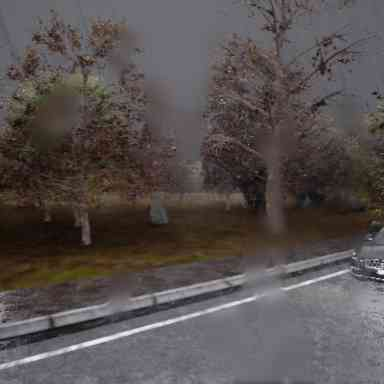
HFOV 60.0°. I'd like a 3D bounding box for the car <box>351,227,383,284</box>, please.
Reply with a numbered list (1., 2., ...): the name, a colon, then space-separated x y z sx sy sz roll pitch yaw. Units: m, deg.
1. car: 6.008 1.507 8.832 4.892 1.490 1.837 0 0 -40
